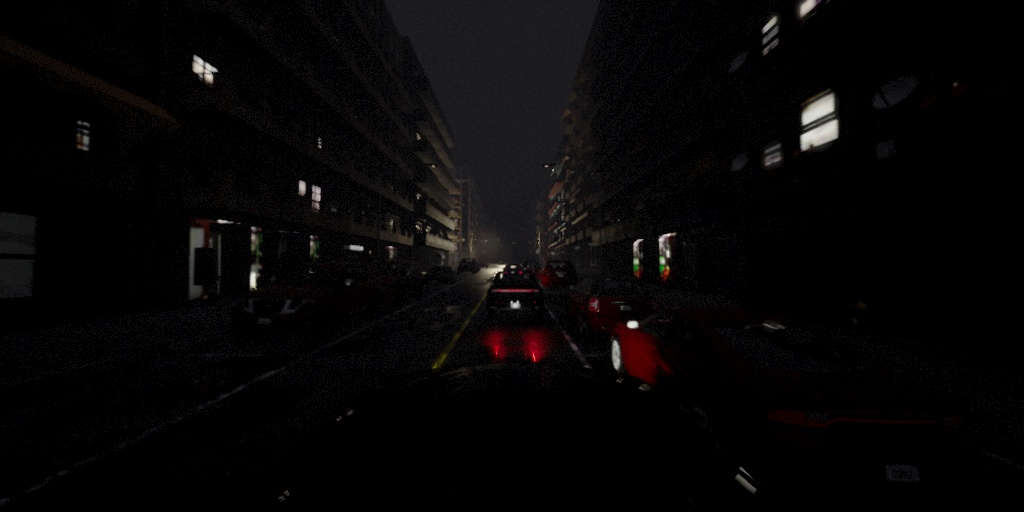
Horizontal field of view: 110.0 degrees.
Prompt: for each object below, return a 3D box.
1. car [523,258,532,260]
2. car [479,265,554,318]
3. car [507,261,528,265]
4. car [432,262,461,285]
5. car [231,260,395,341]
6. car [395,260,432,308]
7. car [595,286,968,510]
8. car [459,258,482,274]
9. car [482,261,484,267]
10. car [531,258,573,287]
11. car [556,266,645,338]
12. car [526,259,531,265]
[{"bbox_3d":[2.544,1.247,54.376,2.192,1.841,5.009,0,0,0],"label":"car"},{"bbox_3d":[0.102,1.269,13.145,2.128,1.511,4.902,0,0,0],"label":"car"},{"bbox_3d":[0.112,1.381,31.572,2.033,1.411,5.357,0,0,0],"label":"car"},{"bbox_3d":[-5.310,1.382,26.781,1.948,1.339,4.313,0,0,0],"label":"car"},{"bbox_3d":[-5.313,1.085,10.189,2.192,1.841,5.009,0,0,0],"label":"car"},{"bbox_3d":[-5.312,1.099,15.719,2.192,1.841,5.009,0,0,0],"label":"car"},{"bbox_3d":[2.568,1.302,4.596,1.888,1.381,4.507,0,0,0],"label":"car"},{"bbox_3d":[-5.307,1.195,43.370,2.192,1.841,5.009,0,0,0],"label":"car"},{"bbox_3d":[-5.306,1.451,48.901,1.888,1.381,4.507,0,0,0],"label":"car"},{"bbox_3d":[2.537,1.114,21.189,2.192,1.841,5.009,0,0,0],"label":"car"},{"bbox_3d":[2.577,1.210,10.127,1.967,1.591,4.097,0,0,0],"label":"car"},{"bbox_3d":[2.539,1.276,32.251,1.967,1.591,4.097,0,0,0],"label":"car"}]
